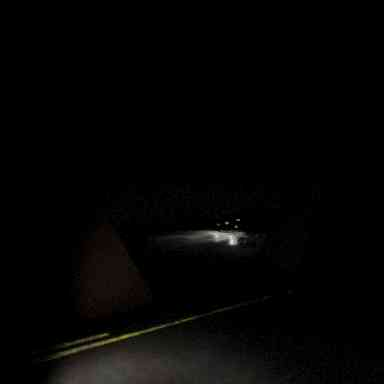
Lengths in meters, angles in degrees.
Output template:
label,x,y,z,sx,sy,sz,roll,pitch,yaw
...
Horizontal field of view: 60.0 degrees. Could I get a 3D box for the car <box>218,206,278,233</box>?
label,x,y,z,sx,sy,sz,roll,pitch,yaw
car,3.537,1.518,19.408,4.181,1.385,1.994,0,0,-35

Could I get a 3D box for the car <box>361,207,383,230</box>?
label,x,y,z,sx,sy,sz,roll,pitch,yaw
car,9.009,1.541,19.012,4.718,1.301,1.895,0,0,-35

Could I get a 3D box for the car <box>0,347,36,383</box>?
label,x,y,z,sx,sy,sz,roll,pitch,yaw
car,-3.211,1.532,1.456,4.674,1.442,1.812,0,0,-35
